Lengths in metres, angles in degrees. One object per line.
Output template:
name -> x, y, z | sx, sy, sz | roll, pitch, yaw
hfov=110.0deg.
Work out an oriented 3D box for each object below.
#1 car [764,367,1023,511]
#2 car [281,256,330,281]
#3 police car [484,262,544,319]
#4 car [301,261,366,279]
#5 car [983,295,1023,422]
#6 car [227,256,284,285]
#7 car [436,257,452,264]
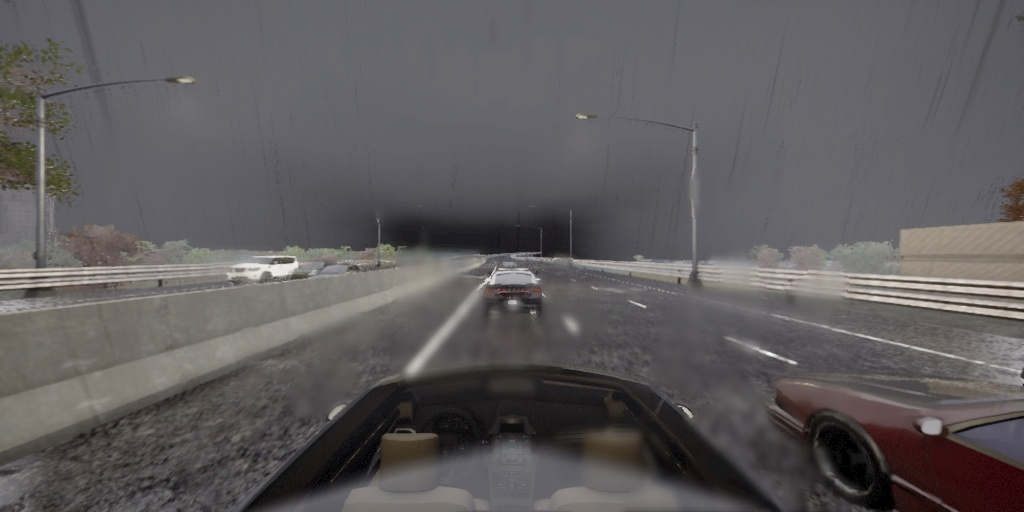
car -> 3.603, 1.296, 1.283 | 2.033, 1.411, 5.357 | 0, 0, -1
car -> -14.282, 1.100, 26.346 | 2.097, 1.767, 4.553 | 0, 0, -1
police car -> 0.054, 1.173, 13.014 | 1.930, 1.638, 5.238 | 0, 0, 0
car -> -10.732, 1.253, 22.447 | 1.837, 1.490, 4.892 | 0, 0, -1
car -> 7.093, 1.253, 2.249 | 1.837, 1.490, 4.892 | 0, 0, 0
car -> -17.779, 0.974, 26.120 | 2.150, 2.045, 5.566 | 0, 0, -1
car -> -11.621, 1.281, 63.660 | 1.994, 1.385, 4.181 | 0, 0, -1
